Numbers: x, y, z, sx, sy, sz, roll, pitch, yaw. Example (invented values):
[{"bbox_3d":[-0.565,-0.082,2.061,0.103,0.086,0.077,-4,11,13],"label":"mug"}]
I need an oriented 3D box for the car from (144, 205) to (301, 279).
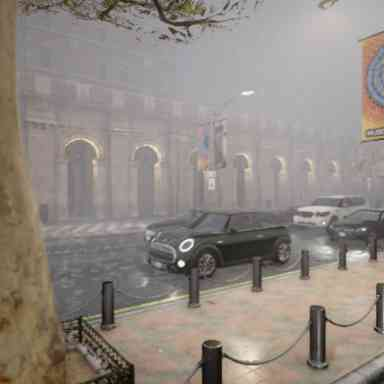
[{"bbox_3d":[0.938,1.344,10.162,4.553,1.767,2.097,0,0,-35],"label":"car"}]

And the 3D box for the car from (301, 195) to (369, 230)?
[{"bbox_3d":[8.469,1.200,19.733,5.566,2.045,2.150,0,0,-35],"label":"car"}]

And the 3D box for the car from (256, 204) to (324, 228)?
[{"bbox_3d":[6.680,1.573,22.448,4.718,1.301,1.895,0,0,-36],"label":"car"}]

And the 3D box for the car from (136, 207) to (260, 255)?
[{"bbox_3d":[0.353,1.482,14.029,4.902,1.511,2.128,0,0,-35],"label":"car"}]

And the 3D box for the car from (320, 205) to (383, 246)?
[{"bbox_3d":[8.205,1.507,15.275,4.674,1.442,1.812,0,0,-35],"label":"car"}]
